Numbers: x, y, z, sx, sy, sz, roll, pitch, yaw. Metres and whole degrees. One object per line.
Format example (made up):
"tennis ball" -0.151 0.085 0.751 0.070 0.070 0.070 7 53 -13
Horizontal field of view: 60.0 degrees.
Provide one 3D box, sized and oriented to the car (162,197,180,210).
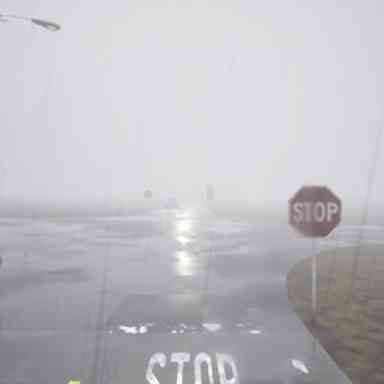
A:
"car" -2.633 1.459 41.826 1.837 1.490 4.892 0 2 0
